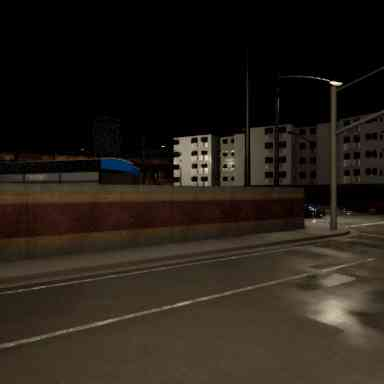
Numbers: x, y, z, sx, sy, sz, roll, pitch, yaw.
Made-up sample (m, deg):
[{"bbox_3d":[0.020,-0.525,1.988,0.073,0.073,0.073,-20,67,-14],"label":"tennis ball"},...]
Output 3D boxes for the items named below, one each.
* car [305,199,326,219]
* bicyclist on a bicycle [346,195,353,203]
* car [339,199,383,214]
[{"bbox_3d":[9.538,1.352,29.564,2.097,1.767,4.553,0,0,-33],"label":"car"},{"bbox_3d":[22.109,1.300,46.637,1.656,1.620,0.582,0,0,-35],"label":"bicyclist on a bicycle"},{"bbox_3d":[18.349,1.478,35.692,1.882,1.535,5.008,0,0,-34],"label":"car"}]
